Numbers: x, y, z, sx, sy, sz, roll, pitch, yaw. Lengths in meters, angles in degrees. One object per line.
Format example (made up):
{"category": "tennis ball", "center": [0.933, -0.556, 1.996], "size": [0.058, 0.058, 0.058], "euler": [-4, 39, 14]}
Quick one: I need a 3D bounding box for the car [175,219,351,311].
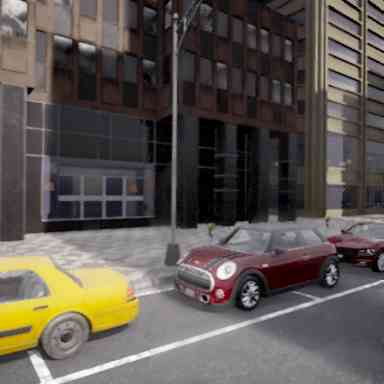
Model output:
{"category": "car", "center": [1.589, 1.486, 7.777], "size": [4.097, 1.590, 1.967], "euler": [1, 0, -36]}

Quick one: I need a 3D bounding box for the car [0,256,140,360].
{"category": "car", "center": [-3.111, 1.525, 4.425], "size": [4.829, 1.417, 1.752], "euler": [1, 0, -36]}

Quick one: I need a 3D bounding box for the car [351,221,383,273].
{"category": "car", "center": [6.148, 1.635, 11.030], "size": [4.507, 1.381, 1.887], "euler": [1, 0, -36]}
